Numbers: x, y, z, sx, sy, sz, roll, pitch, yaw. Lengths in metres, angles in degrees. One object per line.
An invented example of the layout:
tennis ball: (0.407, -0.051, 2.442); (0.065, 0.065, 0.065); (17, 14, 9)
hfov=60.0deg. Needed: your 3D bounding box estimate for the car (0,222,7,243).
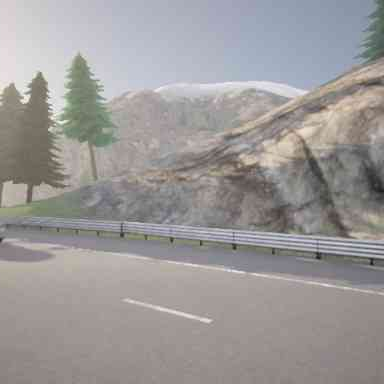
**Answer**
car: (-9.897, 1.530, 14.281); (4.674, 1.442, 1.812); (0, 0, 30)
